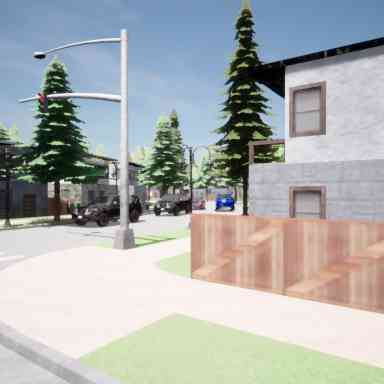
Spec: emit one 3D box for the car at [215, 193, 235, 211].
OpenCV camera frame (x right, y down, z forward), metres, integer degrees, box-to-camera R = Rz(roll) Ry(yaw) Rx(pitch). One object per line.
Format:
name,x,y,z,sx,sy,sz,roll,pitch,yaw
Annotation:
car,4.125,1.202,41.247,2.150,2.045,5.566,0,0,9

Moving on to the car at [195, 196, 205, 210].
car,0.448,1.333,42.087,2.097,1.767,4.553,0,0,9

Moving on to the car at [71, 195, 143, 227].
car,-5.684,1.202,23.106,2.150,2.045,5.566,0,0,27

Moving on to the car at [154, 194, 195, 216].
car,-1.800,1.202,32.486,2.150,2.045,5.566,0,0,18
